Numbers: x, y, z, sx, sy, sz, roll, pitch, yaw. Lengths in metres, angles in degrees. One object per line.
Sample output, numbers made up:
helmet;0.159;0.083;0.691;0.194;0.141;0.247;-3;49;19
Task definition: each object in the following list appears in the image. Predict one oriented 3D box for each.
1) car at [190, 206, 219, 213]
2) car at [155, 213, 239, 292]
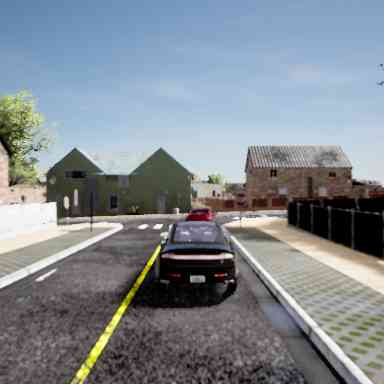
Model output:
car;0.756;1.677;21.958;1.812;1.442;4.674;0;0;9
car;0.115;1.553;9.080;2.128;1.511;4.902;0;-1;0
